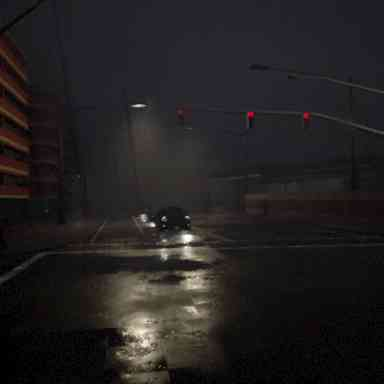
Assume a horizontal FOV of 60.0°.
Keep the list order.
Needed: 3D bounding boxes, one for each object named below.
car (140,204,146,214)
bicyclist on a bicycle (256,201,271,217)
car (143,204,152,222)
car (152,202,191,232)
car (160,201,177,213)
[{"bbox_3d":[-6.828,2.512,49.717,2.128,1.511,4.902,-1,-1,-12],"label":"car"},{"bbox_3d":[7.511,1.764,34.850,1.656,1.620,0.582,-1,-1,-12],"label":"bicyclist on a bicycle"},{"bbox_3d":[-3.488,2.233,33.803,2.033,1.411,5.357,-1,-1,-12],"label":"car"},{"bbox_3d":[-1.476,1.836,24.247,2.097,1.767,4.553,-1,-1,-12],"label":"car"},{"bbox_3d":[-3.753,2.353,52.516,2.097,1.767,4.553,-1,-1,-12],"label":"car"}]
